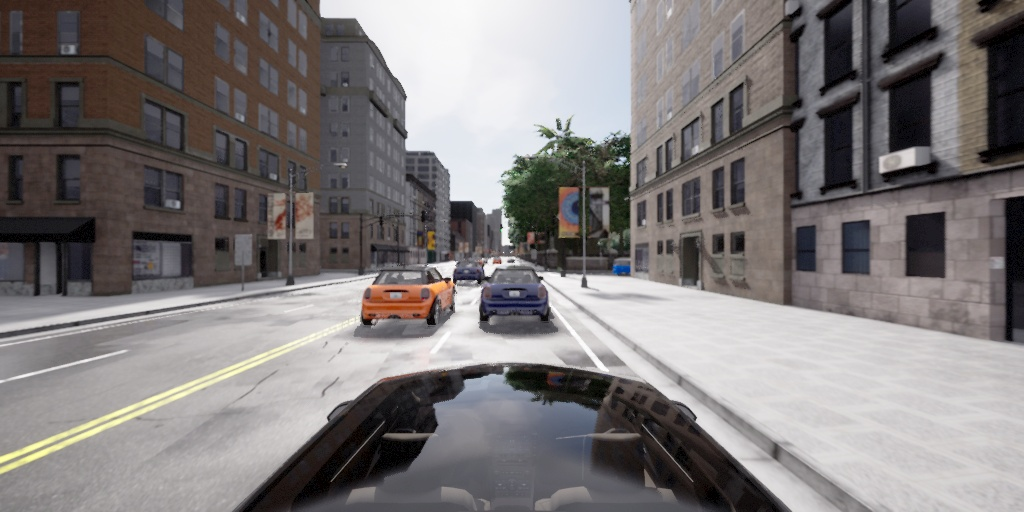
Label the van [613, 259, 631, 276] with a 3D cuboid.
[{"bbox_3d":[12.059,1.183,35.615,3.998,1.789,1.690,0,0,1],"label":"van"}]

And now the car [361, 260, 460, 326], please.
[{"bbox_3d":[-3.179,1.110,11.909,2.097,1.767,4.553,0,0,0],"label":"car"}]

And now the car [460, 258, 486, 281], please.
[{"bbox_3d":[-3.229,1.124,27.467,2.097,1.767,4.553,0,0,0],"label":"car"}]

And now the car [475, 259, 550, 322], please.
[{"bbox_3d":[0.068,1.110,12.466,2.097,1.767,4.553,0,0,0],"label":"car"}]
